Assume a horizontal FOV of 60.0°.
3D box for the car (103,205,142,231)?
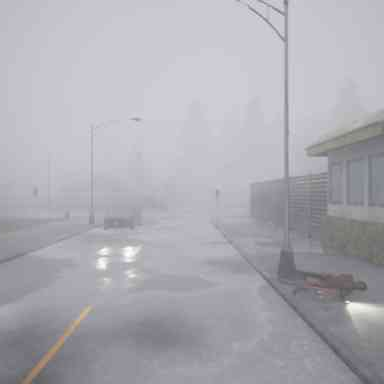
[{"bbox_3d":[-4.564,1.649,22.407,1.882,1.535,5.008,0,-1,-1],"label":"car"}]
